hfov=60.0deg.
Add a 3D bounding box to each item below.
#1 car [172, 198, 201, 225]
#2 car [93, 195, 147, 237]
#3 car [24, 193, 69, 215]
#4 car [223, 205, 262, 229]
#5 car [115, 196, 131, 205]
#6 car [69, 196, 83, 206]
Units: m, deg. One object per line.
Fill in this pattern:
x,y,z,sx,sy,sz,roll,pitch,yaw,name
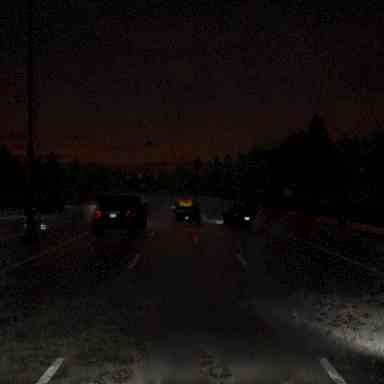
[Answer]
-0.393,1.440,23.616,2.128,1.511,4.902,0,0,-2,car
-3.740,1.182,18.056,2.150,2.045,5.566,0,0,-2,car
-14.843,1.145,33.799,2.150,2.045,5.566,0,1,-1,car
3.166,1.517,21.434,1.994,1.385,4.181,0,0,-2,car
-11.841,1.438,57.419,1.994,1.385,4.181,0,0,-1,car
-18.757,1.376,52.849,2.128,1.511,4.902,0,0,-1,car
